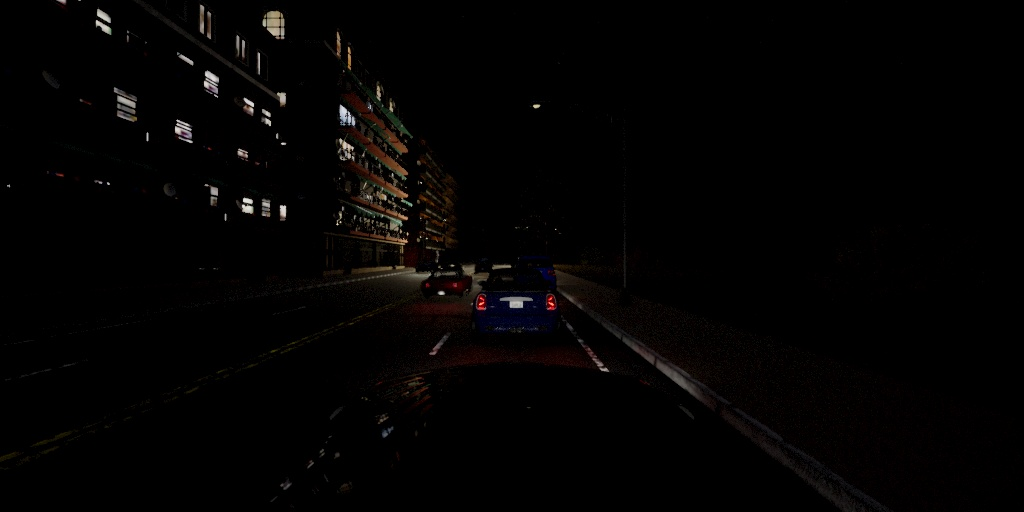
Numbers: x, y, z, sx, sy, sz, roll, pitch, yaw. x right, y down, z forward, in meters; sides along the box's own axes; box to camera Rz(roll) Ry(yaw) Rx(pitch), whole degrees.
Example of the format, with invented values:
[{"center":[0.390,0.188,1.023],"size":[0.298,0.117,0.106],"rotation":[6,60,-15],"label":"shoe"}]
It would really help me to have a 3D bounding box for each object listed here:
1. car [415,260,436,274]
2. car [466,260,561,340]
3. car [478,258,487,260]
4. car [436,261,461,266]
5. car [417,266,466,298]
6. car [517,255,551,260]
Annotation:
[{"center":[-9.855,1.229,41.870],"size":[1.882,1.535,5.008],"rotation":[0,0,0],"label":"car"},{"center":[0.096,1.103,10.136],"size":[2.097,1.767,4.553],"rotation":[0,0,0],"label":"car"},{"center":[-3.154,1.229,41.096],"size":[1.882,1.535,5.008],"rotation":[0,0,0],"label":"car"},{"center":[-6.605,1.256,38.994],"size":[1.837,1.490,4.892],"rotation":[0,0,0],"label":"car"},{"center":[-3.156,1.353,18.306],"size":[1.895,1.301,4.718],"rotation":[0,0,0],"label":"car"},{"center":[1.133,0.977,19.712],"size":[2.150,2.045,5.566],"rotation":[0,0,0],"label":"car"}]
